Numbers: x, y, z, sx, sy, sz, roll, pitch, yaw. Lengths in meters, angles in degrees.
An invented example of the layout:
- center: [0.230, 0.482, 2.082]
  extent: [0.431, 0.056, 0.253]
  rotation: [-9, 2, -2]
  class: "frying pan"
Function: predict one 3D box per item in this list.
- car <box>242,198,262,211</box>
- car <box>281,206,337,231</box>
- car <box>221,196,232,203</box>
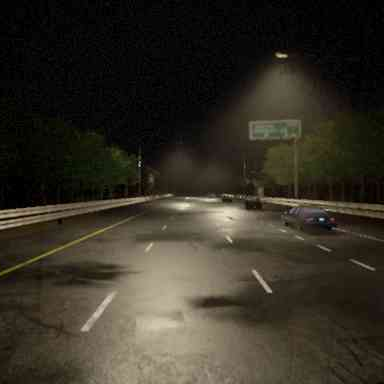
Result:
- center: [7.079, 1.464, 39.529]
  extent: [2.128, 1.511, 4.902]
  rotation: [0, 0, 0]
  class: "car"
- center: [7.022, 1.540, 20.504]
  extent: [2.033, 1.411, 5.357]
  rotation: [0, 0, 0]
  class: "car"
- center: [7.173, 1.498, 69.040]
  extent: [1.994, 1.385, 4.181]
  rotation: [0, 0, 0]
  class: "car"
